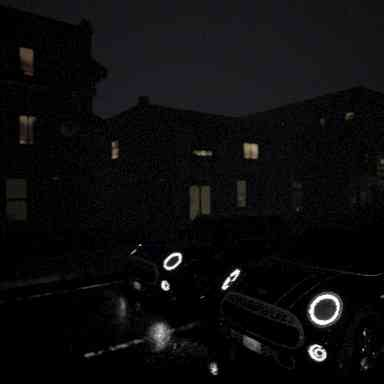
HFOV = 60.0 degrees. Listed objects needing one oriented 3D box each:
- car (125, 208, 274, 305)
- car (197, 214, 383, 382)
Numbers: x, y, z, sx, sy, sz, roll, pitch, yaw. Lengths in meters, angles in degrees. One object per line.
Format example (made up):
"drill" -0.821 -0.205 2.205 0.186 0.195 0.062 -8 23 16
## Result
"car" 0.696 1.328 8.175 4.553 1.767 2.097 0 0 -35
"car" 2.585 1.328 5.530 4.553 1.767 2.097 0 0 -35
